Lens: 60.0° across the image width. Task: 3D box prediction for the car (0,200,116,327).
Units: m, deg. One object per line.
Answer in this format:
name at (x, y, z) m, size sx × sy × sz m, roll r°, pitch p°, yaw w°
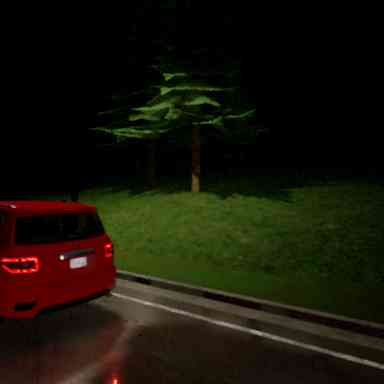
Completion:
car at (-3.984, 1.187, 6.832) m, size 5.566 × 2.045 × 2.150 m, roll 1°, pitch 0°, yaw 36°
